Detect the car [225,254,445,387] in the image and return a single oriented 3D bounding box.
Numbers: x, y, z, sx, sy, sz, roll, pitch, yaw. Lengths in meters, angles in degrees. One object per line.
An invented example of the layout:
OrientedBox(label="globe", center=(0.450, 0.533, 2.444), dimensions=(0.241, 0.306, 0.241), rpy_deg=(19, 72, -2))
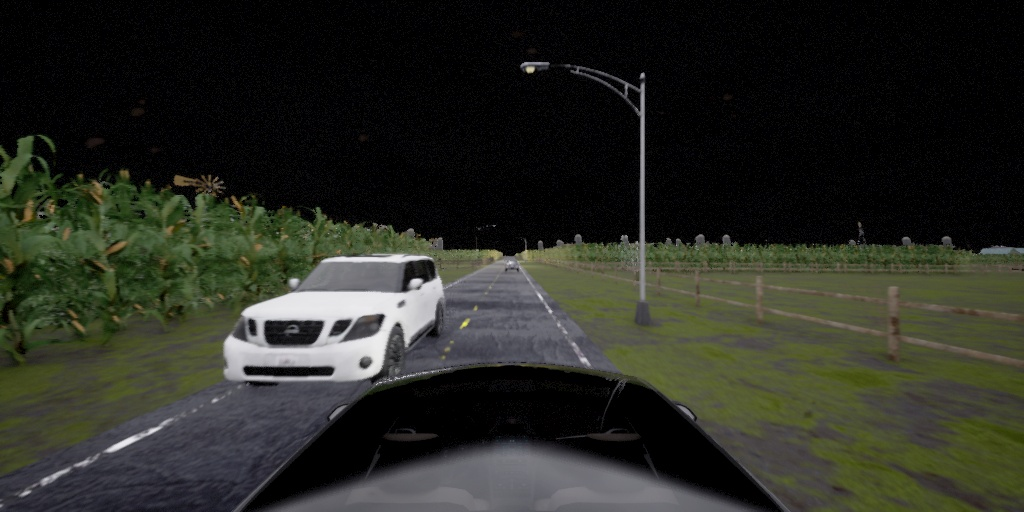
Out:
OrientedBox(label="car", center=(-2.825, 0.968, 7.290), dimensions=(2.150, 2.045, 5.566), rpy_deg=(0, 0, 0))

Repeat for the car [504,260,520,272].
OrientedBox(label="car", center=(0.001, 1.249, 44.454), dimensions=(2.033, 1.411, 5.357), rpy_deg=(0, 0, 0))
